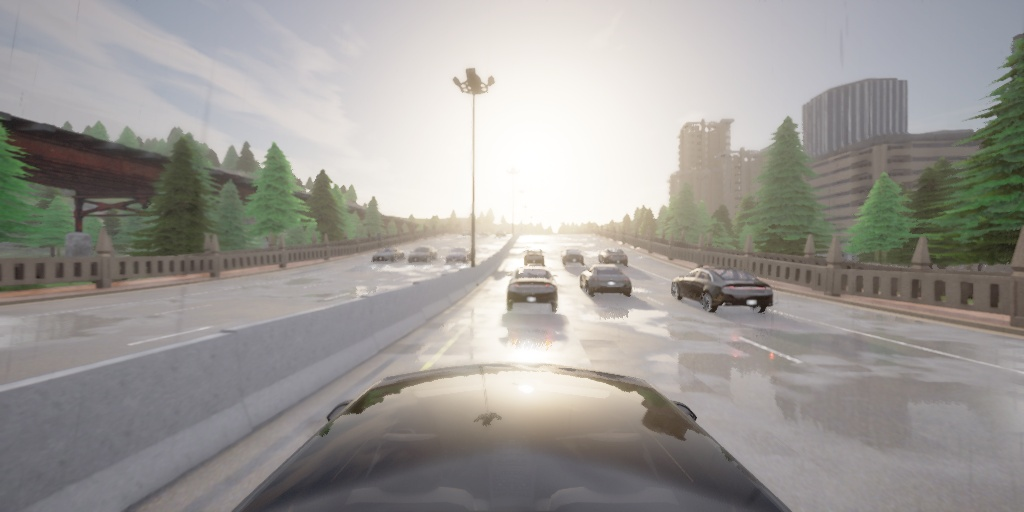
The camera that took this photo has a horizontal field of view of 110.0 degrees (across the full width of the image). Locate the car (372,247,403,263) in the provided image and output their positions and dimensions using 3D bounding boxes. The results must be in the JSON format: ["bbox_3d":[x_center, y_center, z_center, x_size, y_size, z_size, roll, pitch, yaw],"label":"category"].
[{"bbox_3d":[-12.028,-0.140,35.056,1.994,1.385,4.181,0,6,4],"label":"car"}]

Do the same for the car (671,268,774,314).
[{"bbox_3d":[7.803,1.191,13.822,2.128,1.511,4.902,0,2,4],"label":"car"}]

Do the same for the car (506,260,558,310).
[{"bbox_3d":[0.819,1.156,14.311,2.128,1.511,4.902,0,2,4],"label":"car"}]

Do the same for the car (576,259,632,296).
[{"bbox_3d":[4.579,1.111,17.999,1.994,1.385,4.181,0,2,4],"label":"car"}]

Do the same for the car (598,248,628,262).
[{"bbox_3d":[9.021,0.038,32.237,2.128,1.511,4.902,0,6,4],"label":"car"}]

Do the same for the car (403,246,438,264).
[{"bbox_3d":[-8.545,-0.168,34.697,1.837,1.490,4.892,0,6,4],"label":"car"}]

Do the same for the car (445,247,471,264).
[{"bbox_3d":[-5.051,-0.133,34.490,1.812,1.442,4.674,0,6,4],"label":"car"}]

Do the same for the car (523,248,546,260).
[{"bbox_3d":[2.035,0.005,32.678,2.128,1.511,4.902,0,6,4],"label":"car"}]

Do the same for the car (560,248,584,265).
[{"bbox_3d":[5.598,-0.049,33.493,1.812,1.442,4.674,0,6,4],"label":"car"}]
